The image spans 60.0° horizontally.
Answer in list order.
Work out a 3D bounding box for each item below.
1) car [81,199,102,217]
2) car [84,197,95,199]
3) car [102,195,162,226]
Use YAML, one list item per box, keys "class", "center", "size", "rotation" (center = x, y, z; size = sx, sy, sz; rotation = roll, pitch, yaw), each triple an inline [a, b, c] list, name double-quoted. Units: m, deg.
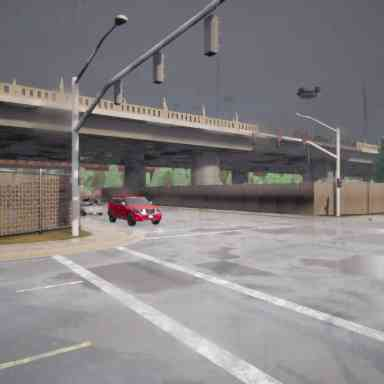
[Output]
- class: "car"
  center: [-10.307, 1.656, 32.684]
  size: [1.895, 1.301, 4.718]
  rotation: [0, 0, -36]
- class: "car"
  center: [-19.783, 1.619, 64.272]
  size: [1.994, 1.385, 4.181]
  rotation: [0, 0, -36]
- class: "car"
  center: [-4.341, 1.278, 24.363]
  size: [2.150, 2.045, 5.566]
  rotation: [0, 0, -36]
